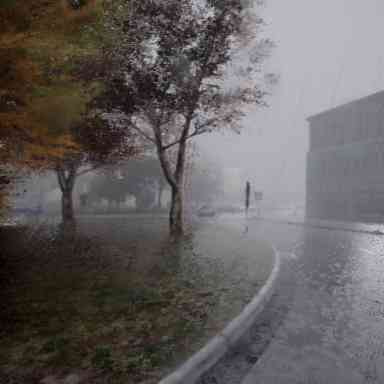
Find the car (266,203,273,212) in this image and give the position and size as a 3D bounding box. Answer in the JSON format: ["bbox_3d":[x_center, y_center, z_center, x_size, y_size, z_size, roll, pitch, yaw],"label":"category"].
[{"bbox_3d":[15.493,3.811,76.758,4.792,1.488,2.163,0,-1,19],"label":"car"}]

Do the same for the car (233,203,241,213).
[{"bbox_3d":[6.191,3.026,65.219,5.566,2.045,2.435,0,-2,18],"label":"car"}]

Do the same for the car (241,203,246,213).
[{"bbox_3d":[7.982,3.269,67.550,4.553,1.767,2.185,0,-2,19],"label":"car"}]

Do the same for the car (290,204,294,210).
[{"bbox_3d":[23.161,3.885,85.862,4.553,1.767,2.185,0,-1,20],"label":"car"}]

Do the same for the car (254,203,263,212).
[{"bbox_3d":[11.779,3.358,72.161,5.566,2.045,2.435,0,-2,19],"label":"car"}]

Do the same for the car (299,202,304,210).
[{"bbox_3d":[27.073,4.099,90.336,5.008,1.535,2.097,0,-1,21],"label":"car"}]

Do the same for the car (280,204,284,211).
[{"bbox_3d":[19.333,3.916,81.323,4.892,1.521,2.231,0,-2,20],"label":"car"}]

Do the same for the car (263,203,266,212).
[{"bbox_3d":[13.660,3.575,74.452,4.553,1.767,2.185,0,-1,19],"label":"car"}]

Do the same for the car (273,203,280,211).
[{"bbox_3d":[17.399,3.602,79.049,5.566,2.045,2.435,0,-1,20],"label":"car"}]

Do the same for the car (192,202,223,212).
[{"bbox_3d":[2.479,3.041,60.547,4.892,1.521,2.231,0,-2,18],"label":"car"}]

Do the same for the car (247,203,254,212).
[{"bbox_3d":[9.691,3.502,69.900,5.366,1.575,1.946,0,-2,19],"label":"car"}]

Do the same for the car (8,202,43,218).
[{"bbox_3d":[-22.513,2.283,43.533,5.566,2.045,2.150,0,-2,-5],"label":"car"}]

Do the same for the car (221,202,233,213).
[{"bbox_3d":[4.288,2.907,62.900,5.566,2.045,2.435,0,-2,18],"label":"car"}]

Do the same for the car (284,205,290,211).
[{"bbox_3d":[21.261,3.966,83.581,5.008,1.535,2.097,0,-1,20],"label":"car"}]

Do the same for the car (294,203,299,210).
[{"bbox_3d":[24.949,4.053,88.162,5.366,1.575,1.946,0,-1,21],"label":"car"}]

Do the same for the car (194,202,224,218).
[{"bbox_3d":[2.104,2.415,40.228,2.128,1.511,4.902,2,-5,14],"label":"car"}]
